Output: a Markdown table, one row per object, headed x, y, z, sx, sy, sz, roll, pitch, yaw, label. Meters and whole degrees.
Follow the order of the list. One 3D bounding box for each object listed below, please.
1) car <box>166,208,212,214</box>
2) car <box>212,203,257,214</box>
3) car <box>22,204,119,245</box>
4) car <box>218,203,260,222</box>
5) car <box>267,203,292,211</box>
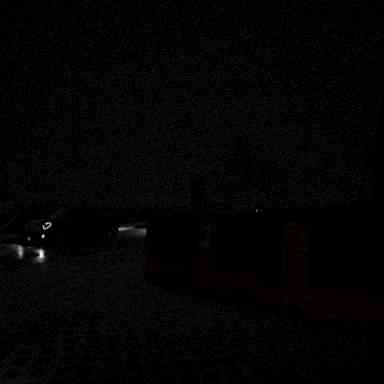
| x | y | z | sx | sy | sz | roll | pitch | yaw | label |
| --- | --- | --- | --- | --- | --- | --- | --- | --- | --- |
| -0.713 | 1.816 | 23.819 | 1.994 | 1.385 | 4.181 | 0 | -1 | 35 | car |
| 2.904 | 1.608 | 23.864 | 2.097 | 1.767 | 4.553 | 0 | -1 | 35 | car |
| -5.889 | 1.499 | 16.492 | 2.097 | 1.767 | 4.553 | 0 | -1 | 35 | car |
| 4.457 | 1.856 | 31.130 | 1.837 | 1.490 | 4.892 | 0 | -1 | 35 | car |
| 10.425 | 2.030 | 39.533 | 1.994 | 1.385 | 4.181 | 0 | -1 | 36 | car |
